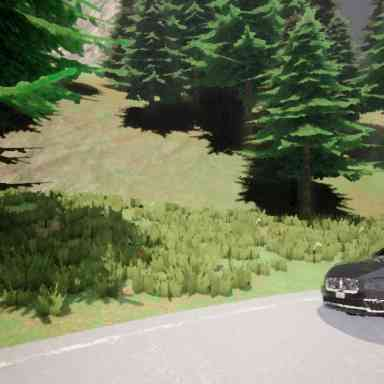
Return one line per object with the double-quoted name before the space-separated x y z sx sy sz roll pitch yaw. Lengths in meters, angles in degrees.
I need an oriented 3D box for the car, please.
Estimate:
"car" 4.632 1.346 5.855 4.892 1.490 1.837 0 -12 -15
